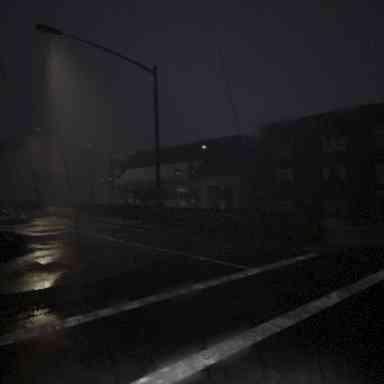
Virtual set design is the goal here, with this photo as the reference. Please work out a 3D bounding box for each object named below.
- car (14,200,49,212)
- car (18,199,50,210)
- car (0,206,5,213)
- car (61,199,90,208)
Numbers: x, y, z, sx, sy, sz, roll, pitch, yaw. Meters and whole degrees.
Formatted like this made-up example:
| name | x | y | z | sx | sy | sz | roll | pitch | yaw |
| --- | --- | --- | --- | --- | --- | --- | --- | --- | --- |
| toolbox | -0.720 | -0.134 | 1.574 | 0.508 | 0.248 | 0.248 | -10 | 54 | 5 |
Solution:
| name | x | y | z | sx | sy | sz | roll | pitch | yaw |
| --- | --- | --- | --- | --- | --- | --- | --- | --- | --- |
| car | -20.695 | 1.727 | 42.436 | 1.882 | 1.535 | 5.008 | -1 | 0 | 1 |
| car | -23.211 | 1.838 | 49.010 | 1.994 | 1.385 | 4.181 | -1 | 0 | 19 |
| car | -23.875 | 1.949 | 39.205 | 1.895 | 1.301 | 4.718 | -1 | 0 | -7 |
| car | -18.080 | 1.728 | 52.339 | 1.895 | 1.301 | 4.718 | -1 | 0 | 29 |
